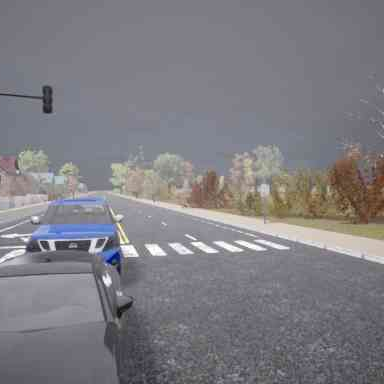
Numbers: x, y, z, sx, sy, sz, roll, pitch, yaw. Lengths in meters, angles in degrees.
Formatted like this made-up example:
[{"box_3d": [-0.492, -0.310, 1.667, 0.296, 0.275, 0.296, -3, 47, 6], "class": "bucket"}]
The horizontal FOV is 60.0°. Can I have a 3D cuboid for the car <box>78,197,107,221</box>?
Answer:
[{"box_3d": [-8.146, 1.337, 27.544, 2.097, 1.767, 4.553, 0, 0, -15], "class": "car"}]

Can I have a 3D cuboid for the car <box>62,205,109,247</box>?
[{"box_3d": [-5.016, 1.498, 16.065, 1.837, 1.490, 4.892, 0, 0, -15], "class": "car"}]

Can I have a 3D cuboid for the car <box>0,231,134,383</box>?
[{"box_3d": [-1.718, 1.524, 3.905, 1.812, 1.442, 4.674, 0, 0, -13], "class": "car"}]

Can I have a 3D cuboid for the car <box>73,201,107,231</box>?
[{"box_3d": [-6.585, 1.467, 21.811, 1.882, 1.535, 5.008, 0, 0, -15], "class": "car"}]

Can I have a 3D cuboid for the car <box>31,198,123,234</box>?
[{"box_3d": [-3.358, 1.218, 9.994, 2.150, 2.045, 5.566, 0, 0, -15], "class": "car"}]
